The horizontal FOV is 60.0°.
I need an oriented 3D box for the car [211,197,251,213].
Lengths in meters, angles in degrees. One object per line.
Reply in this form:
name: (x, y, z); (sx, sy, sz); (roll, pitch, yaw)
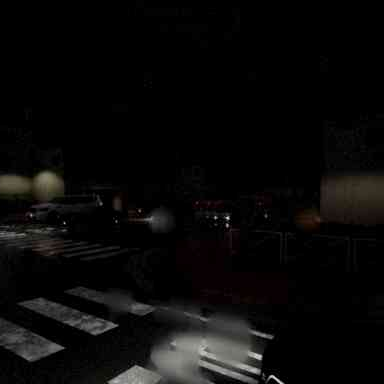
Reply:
car: (4.517, 1.502, 37.757); (1.837, 1.490, 4.892); (0, 0, 35)

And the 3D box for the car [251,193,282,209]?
car: (10.682, 1.219, 46.327); (2.150, 2.045, 5.566); (0, 0, 36)

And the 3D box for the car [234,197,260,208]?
car: (8.170, 1.502, 48.831); (1.837, 1.490, 4.892); (0, 0, 36)

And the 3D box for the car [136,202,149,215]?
car: (-3.399, 1.488, 32.699); (2.128, 1.511, 4.902); (0, 0, 36)

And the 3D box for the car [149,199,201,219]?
car: (-1.452, 1.561, 29.408); (1.994, 1.385, 4.181); (0, 0, 35)

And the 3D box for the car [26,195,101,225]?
car: (-9.185, 1.218, 24.629); (2.150, 2.045, 5.566); (0, 0, 36)

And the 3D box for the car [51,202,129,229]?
car: (-6.562, 1.598, 22.248); (1.895, 1.301, 4.718); (0, 0, 36)

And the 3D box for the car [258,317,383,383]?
car: (2.708, 1.526, 2.063); (4.674, 1.442, 1.812); (0, 0, 35)

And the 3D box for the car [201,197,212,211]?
car: (2.331, 1.349, 40.718); (2.097, 1.767, 4.553); (0, 0, 36)
